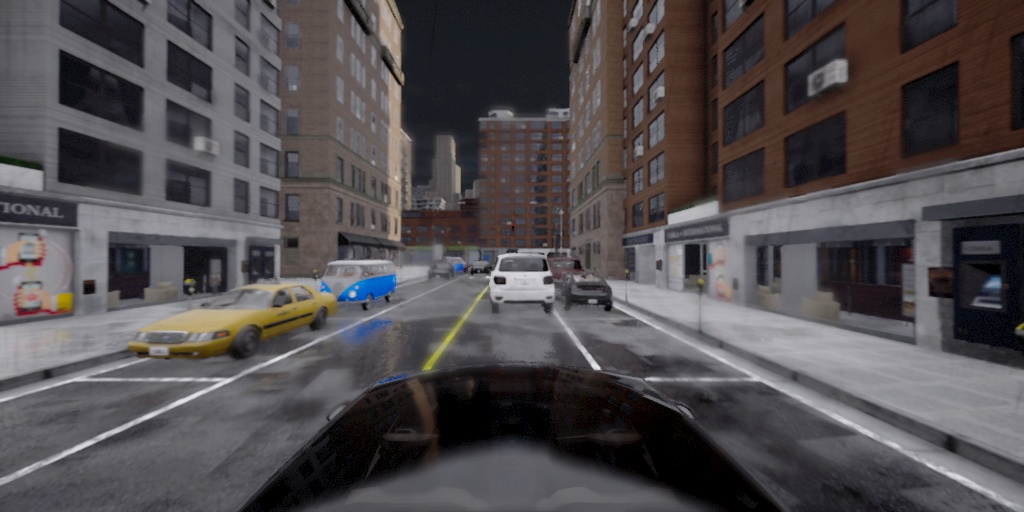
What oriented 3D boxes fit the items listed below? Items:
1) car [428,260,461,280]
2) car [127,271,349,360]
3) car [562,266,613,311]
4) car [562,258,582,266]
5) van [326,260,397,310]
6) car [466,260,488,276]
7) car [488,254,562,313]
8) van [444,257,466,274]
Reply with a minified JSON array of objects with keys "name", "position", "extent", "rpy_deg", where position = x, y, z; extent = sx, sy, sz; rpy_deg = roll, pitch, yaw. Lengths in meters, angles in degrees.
[{"name":"car","position":[-5.866,1.233,30.461],"extent":[1.948,1.339,4.313],"rpy_deg":[0,0,0]},{"name":"car","position":[-5.859,1.249,8.363],"extent":[1.751,1.417,4.829],"rpy_deg":[0,0,0]},{"name":"car","position":[2.664,1.257,14.014],"extent":[2.007,1.370,4.403],"rpy_deg":[0,0,0]},{"name":"car","position":[2.663,1.007,19.496],"extent":[2.192,1.841,5.009],"rpy_deg":[0,0,0]},{"name":"van","position":[-5.861,1.047,14.015],"extent":[1.690,1.789,3.998],"rpy_deg":[0,0,0]},{"name":"car","position":[-3.089,1.164,35.827],"extent":[1.837,1.490,4.892],"rpy_deg":[0,-1,0]},{"name":"car","position":[0.255,0.929,13.915],"extent":[2.150,2.045,5.566],"rpy_deg":[0,0,-3]},{"name":"van","position":[-5.868,0.998,35.943],"extent":[1.690,1.789,3.998],"rpy_deg":[0,0,0]}]
